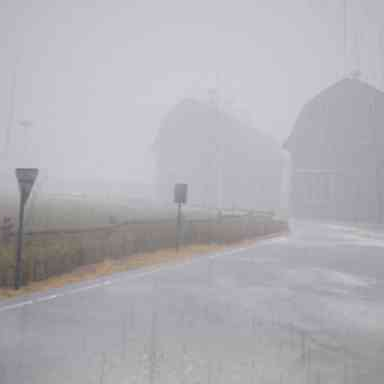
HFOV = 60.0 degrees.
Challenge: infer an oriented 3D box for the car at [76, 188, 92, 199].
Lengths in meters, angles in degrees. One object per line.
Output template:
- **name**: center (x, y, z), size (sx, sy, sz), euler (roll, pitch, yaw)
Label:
- **car**: center (-16.880, 0.556, 52.612), size (1.882, 1.535, 5.008), euler (3, 0, -17)

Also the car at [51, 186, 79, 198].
- **car**: center (-23.511, -0.076, 62.140), size (5.566, 2.045, 2.150), euler (3, 0, 20)

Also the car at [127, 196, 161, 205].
- **car**: center (-5.276, 1.261, 37.430), size (4.674, 1.442, 1.812), euler (3, 0, 31)
